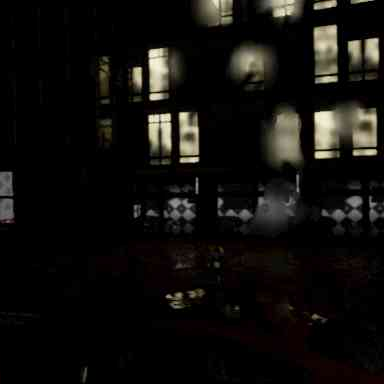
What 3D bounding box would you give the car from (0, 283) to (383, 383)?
[{"bbox_3d":[-0.109,1.566,3.016,4.206,1.307,1.802,-1,0,15],"label":"car"}]
